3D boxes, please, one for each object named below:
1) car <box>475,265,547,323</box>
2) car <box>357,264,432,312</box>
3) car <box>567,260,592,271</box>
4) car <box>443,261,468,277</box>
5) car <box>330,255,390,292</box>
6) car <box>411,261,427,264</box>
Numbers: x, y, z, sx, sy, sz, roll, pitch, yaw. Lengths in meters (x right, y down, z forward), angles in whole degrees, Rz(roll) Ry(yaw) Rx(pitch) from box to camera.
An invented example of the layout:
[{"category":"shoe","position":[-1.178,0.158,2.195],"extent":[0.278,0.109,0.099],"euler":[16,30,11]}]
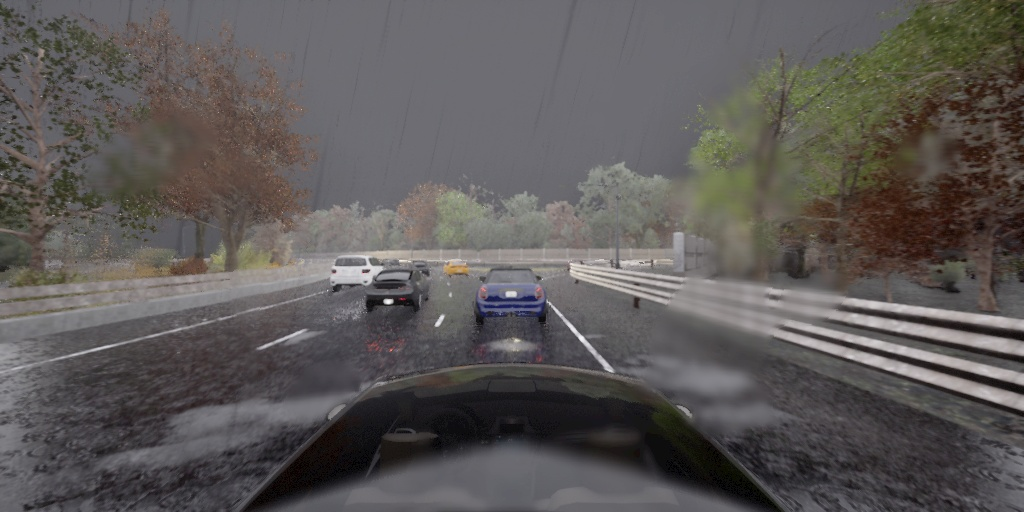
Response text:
[{"category":"car","position":[-0.049,1.089,12.168],"extent":[2.097,1.767,4.553],"euler":[0,0,-1]},{"category":"car","position":[-4.408,1.254,14.325],"extent":[1.837,1.490,4.892],"euler":[0,0,-7]},{"category":"car","position":[8.702,1.189,45.697],"extent":[1.812,1.442,4.674],"euler":[0,0,37]},{"category":"car","position":[-5.624,1.203,35.493],"extent":[1.882,1.535,5.008],"euler":[0,0,-18]},{"category":"car","position":[-9.024,0.977,21.448],"extent":[2.150,2.045,5.566],"euler":[0,0,-10]},{"category":"car","position":[-9.393,1.242,36.007],"extent":[1.837,1.490,4.892],"euler":[0,0,-19]}]
